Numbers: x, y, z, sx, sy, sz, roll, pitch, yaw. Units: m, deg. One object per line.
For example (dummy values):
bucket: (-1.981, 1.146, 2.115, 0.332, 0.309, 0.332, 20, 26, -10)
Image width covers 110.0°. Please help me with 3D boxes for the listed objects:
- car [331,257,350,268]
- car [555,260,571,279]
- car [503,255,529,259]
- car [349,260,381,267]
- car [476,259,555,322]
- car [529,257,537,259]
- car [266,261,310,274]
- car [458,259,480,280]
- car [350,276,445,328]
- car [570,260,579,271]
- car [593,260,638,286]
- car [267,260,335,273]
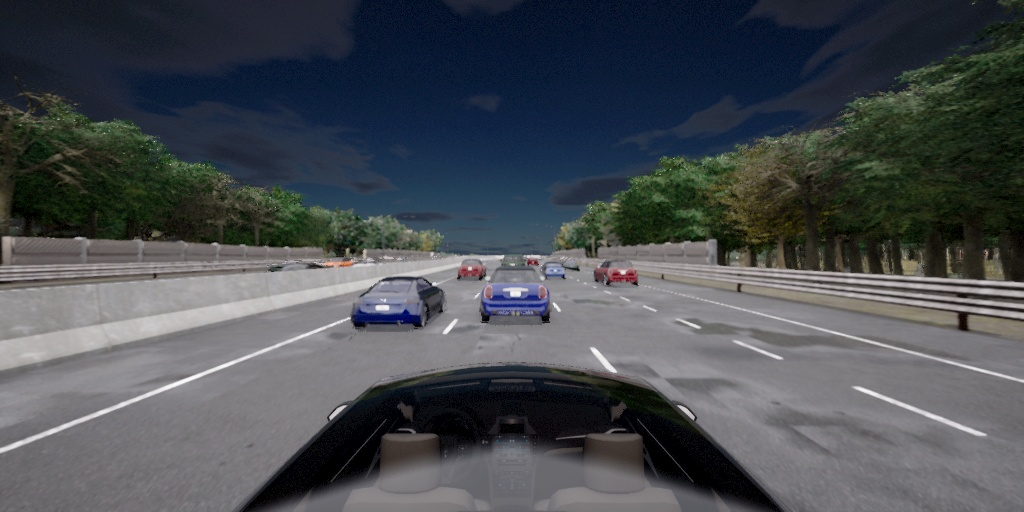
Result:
car: (-21.074, 0.964, 43.587, 2.097, 1.767, 4.553, 0, 1, 0)
car: (3.504, 1.236, 31.410, 2.033, 1.411, 5.357, 0, 0, 0)
car: (0.103, 0.908, 31.742, 2.150, 2.045, 5.566, 0, 0, 0)
car: (-17.584, 1.211, 43.883, 1.895, 1.301, 4.718, 0, 0, 0)
car: (0.101, 1.112, 12.481, 2.097, 1.767, 4.553, 0, 0, 0)
car: (3.507, 0.928, 62.118, 1.882, 1.535, 5.008, 0, 1, 0)
car: (-24.584, 1.241, 39.602, 1.895, 1.301, 4.718, 0, 0, 0)
car: (-3.397, 1.042, 31.111, 2.097, 1.767, 4.553, 0, 0, 0)
car: (-3.399, 1.326, 11.413, 1.994, 1.385, 4.181, 0, 0, 0)
car: (7.103, 1.167, 44.649, 1.994, 1.385, 4.181, 0, 0, 0)
car: (7.081, 1.074, 24.951, 2.097, 1.767, 4.553, 0, 0, 0)
car: (-14.096, 1.232, 23.878, 1.837, 1.490, 4.892, 0, 0, 0)
